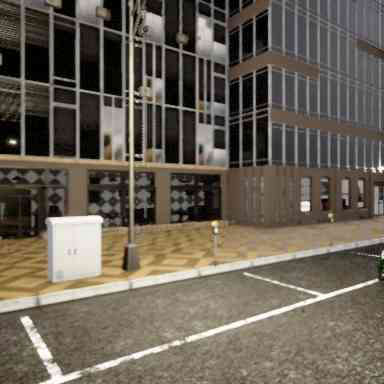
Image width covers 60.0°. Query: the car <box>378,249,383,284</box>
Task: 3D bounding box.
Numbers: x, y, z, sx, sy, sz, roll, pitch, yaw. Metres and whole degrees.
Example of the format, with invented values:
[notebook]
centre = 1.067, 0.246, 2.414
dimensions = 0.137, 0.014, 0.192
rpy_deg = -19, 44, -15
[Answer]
[car]
centre = 6.456, 1.350, 7.988
dimensions = 4.553, 1.767, 2.097
rpy_deg = 0, 0, -36
